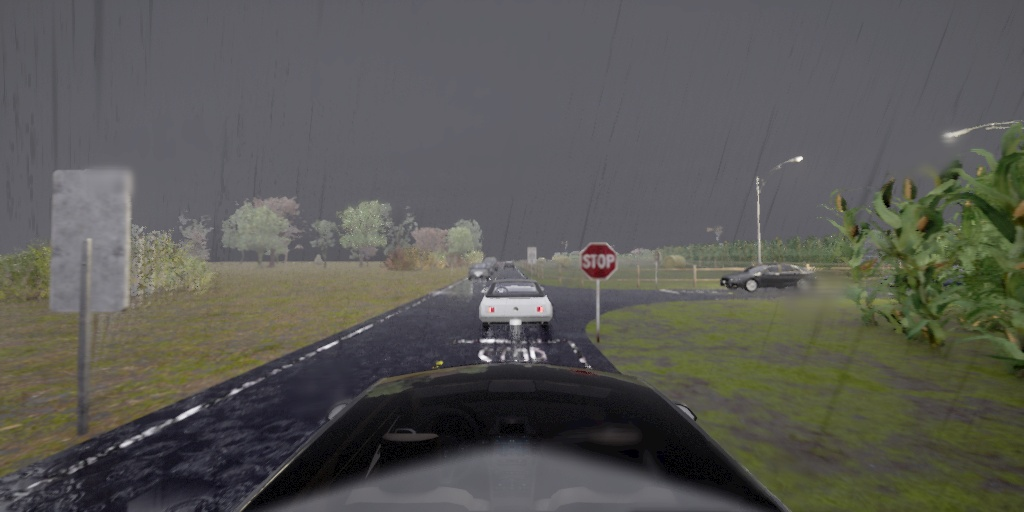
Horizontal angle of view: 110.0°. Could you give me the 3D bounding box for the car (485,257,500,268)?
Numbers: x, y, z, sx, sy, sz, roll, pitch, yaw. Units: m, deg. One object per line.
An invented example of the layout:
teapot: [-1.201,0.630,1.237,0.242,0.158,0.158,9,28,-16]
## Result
car: [-3.188,1.234,52.962,2.150,2.045,5.566,0,0,-1]

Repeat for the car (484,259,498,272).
car: [-3.089,1.448,42.689,2.128,1.511,4.902,0,0,-1]

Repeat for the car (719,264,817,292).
car: [14.391,1.210,20.278,4.892,1.490,1.837,-1,-1,-1]

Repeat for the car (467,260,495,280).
car: [-2.946,1.393,32.752,2.128,1.511,4.902,0,0,-2]

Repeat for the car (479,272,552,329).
car: [0.092,1.377,11.344,1.895,1.301,4.718,-1,1,0]

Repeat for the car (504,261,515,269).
car: [-0.493,1.564,64.481,1.882,1.535,5.008,0,0,-1]

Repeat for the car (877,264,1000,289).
car: [24.222,1.158,20.428,5.357,1.411,2.033,-1,-1,-1]
